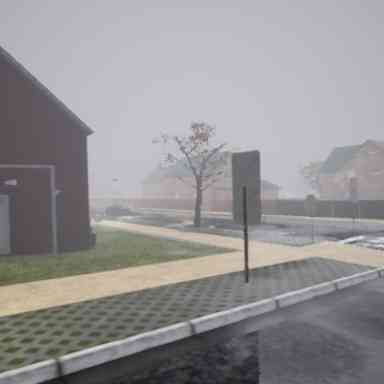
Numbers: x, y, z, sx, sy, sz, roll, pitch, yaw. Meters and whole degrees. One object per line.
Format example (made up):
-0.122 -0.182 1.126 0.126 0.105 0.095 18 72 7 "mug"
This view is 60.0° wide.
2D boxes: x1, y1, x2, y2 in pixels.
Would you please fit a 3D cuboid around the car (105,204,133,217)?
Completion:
-8.572 2.107 38.877 1.994 1.385 4.181 -2 0 -36 "car"
